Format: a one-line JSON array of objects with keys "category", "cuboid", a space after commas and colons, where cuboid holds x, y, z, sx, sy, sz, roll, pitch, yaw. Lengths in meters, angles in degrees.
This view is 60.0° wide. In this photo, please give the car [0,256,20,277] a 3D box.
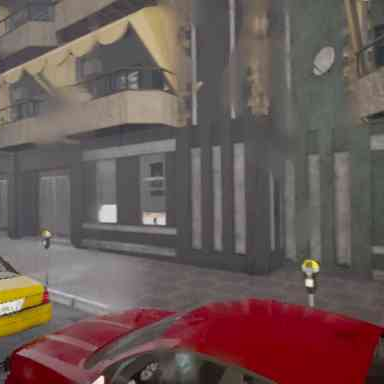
[{"category": "car", "cuboid": [-4.410, 1.561, 5.877, 4.829, 1.417, 1.752, 0, -1, 36]}]

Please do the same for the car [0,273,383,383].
[{"category": "car", "cuboid": [0.345, 1.550, 2.485, 4.507, 1.381, 1.887, 0, -1, 36]}]
